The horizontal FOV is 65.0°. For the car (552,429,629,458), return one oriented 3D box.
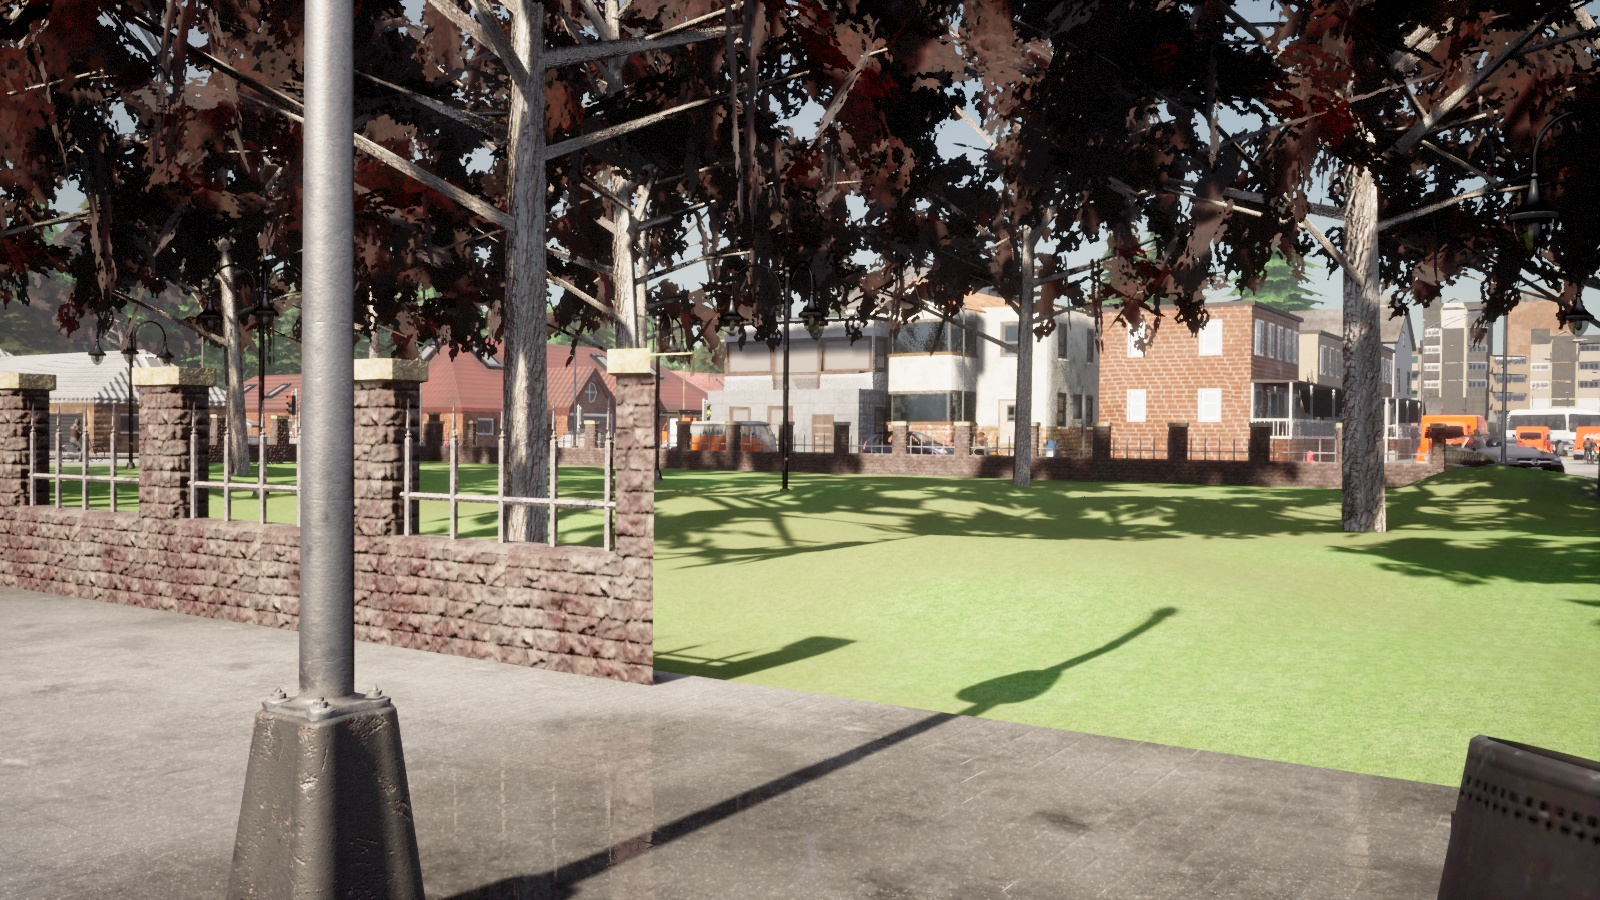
[{"bbox_3d":[-12.425,-0.401,74.943,2.152,1.651,5.027,0,1,23],"label":"car"}]

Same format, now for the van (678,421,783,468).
[{"bbox_3d":[-3.100,-0.249,55.745,4.442,1.987,1.775,0,1,31],"label":"van"}]

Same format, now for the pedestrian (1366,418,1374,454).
[{"bbox_3d":[30.078,-0.736,66.264,0.331,1.846,0.636,0,1,31],"label":"pedestrian"}]

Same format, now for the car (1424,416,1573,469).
[{"bbox_3d":[23.079,-0.269,41.773,2.152,1.651,5.027,-1,1,0],"label":"car"}]

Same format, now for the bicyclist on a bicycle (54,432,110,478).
[{"bbox_3d":[-28.707,0.176,50.233,0.659,1.776,1.843,0,1,32],"label":"bicyclist on a bicycle"}]

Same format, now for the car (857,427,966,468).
[{"bbox_3d":[4.492,-0.104,50.719,3.988,1.617,1.851,0,1,32],"label":"car"}]

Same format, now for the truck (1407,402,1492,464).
[{"bbox_3d":[27.427,-0.732,52.952,2.627,2.467,5.204,0,1,34],"label":"truck"}]
